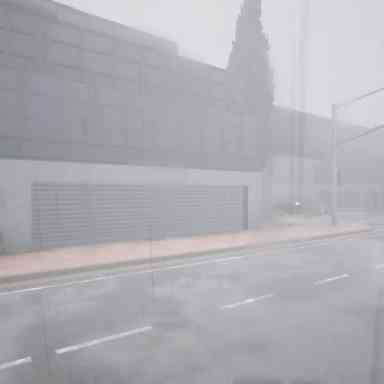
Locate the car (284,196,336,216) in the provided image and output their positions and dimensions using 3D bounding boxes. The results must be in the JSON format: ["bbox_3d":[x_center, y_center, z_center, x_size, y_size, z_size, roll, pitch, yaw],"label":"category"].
[{"bbox_3d":[11.793,1.352,33.417,2.097,1.767,4.553,0,0,-37],"label":"car"}]

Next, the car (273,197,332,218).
[{"bbox_3d":[9.703,1.491,30.360,2.128,1.511,4.902,0,0,-37],"label":"car"}]
